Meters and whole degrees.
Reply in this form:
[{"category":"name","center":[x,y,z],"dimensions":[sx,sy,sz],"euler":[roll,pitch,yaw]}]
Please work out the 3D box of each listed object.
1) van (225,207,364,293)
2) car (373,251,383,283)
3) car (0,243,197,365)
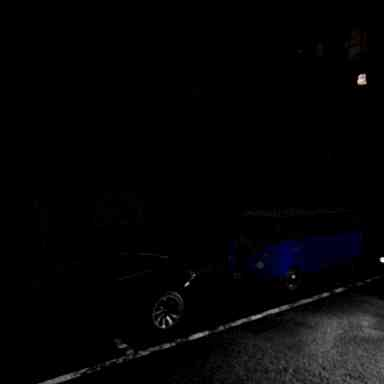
[{"category":"van","center":[2.693,1.293,8.479],"dimensions":[3.998,1.788,1.690],"euler":[0,0,-35]},{"category":"car","center":[6.303,1.534,7.872],"dimensions":[4.718,1.301,1.895],"euler":[0,0,-35]},{"category":"car","center":[-1.906,1.557,5.201],"dimensions":[4.313,1.339,1.947],"euler":[0,0,-35]}]
